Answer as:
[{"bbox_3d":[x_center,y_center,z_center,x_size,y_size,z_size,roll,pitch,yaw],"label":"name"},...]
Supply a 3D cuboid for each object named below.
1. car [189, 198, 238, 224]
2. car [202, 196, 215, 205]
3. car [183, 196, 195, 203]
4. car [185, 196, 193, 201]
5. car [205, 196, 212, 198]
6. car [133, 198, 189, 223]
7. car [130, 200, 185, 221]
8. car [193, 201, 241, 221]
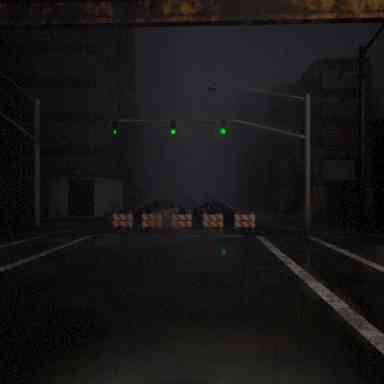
[{"bbox_3d":[1.698,1.453,24.090,2.038,1.542,4.974,0,0,-18],"label":"car"},{"bbox_3d":[2.542,1.295,50.727,1.853,1.218,4.536,0,0,2],"label":"car"},{"bbox_3d":[-0.498,1.295,59.396,1.853,1.218,4.536,0,0,2],"label":"car"},{"bbox_3d":[-0.500,1.452,59.345,2.038,1.542,4.974,0,0,2],"label":"car"},{"bbox_3d":[2.540,1.452,50.675,2.038,1.542,4.974,0,0,2],"label":"car"},{"bbox_3d":[-2.444,1.453,24.586,2.038,1.542,4.974,0,0,27],"label":"car"},{"bbox_3d":[-2.420,1.295,24.632,1.853,1.218,4.536,0,0,27],"label":"car"},{"bbox_3d":[1.682,1.295,24.139,1.853,1.218,4.536,0,0,-18],"label":"car"}]
